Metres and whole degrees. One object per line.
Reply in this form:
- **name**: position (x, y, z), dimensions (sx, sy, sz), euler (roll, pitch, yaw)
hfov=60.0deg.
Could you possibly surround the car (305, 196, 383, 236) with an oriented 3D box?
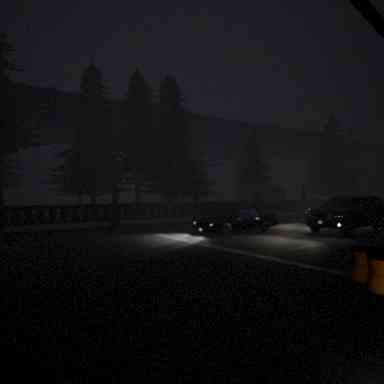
- **car**: position (8.945, 1.230, 18.980), dimensions (5.566, 2.045, 2.150), euler (0, 0, -36)

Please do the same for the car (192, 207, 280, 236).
- **car**: position (2.607, 1.553, 18.745), dimensions (5.357, 1.411, 2.033), euler (0, 0, -36)

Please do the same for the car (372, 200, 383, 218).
- **car**: position (18.536, 1.492, 30.082), dimensions (5.008, 1.535, 1.882), euler (0, 0, -35)

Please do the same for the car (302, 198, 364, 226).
- **car**: position (10.287, 1.362, 24.216), dimensions (4.553, 1.767, 2.097), euler (0, 0, -35)
